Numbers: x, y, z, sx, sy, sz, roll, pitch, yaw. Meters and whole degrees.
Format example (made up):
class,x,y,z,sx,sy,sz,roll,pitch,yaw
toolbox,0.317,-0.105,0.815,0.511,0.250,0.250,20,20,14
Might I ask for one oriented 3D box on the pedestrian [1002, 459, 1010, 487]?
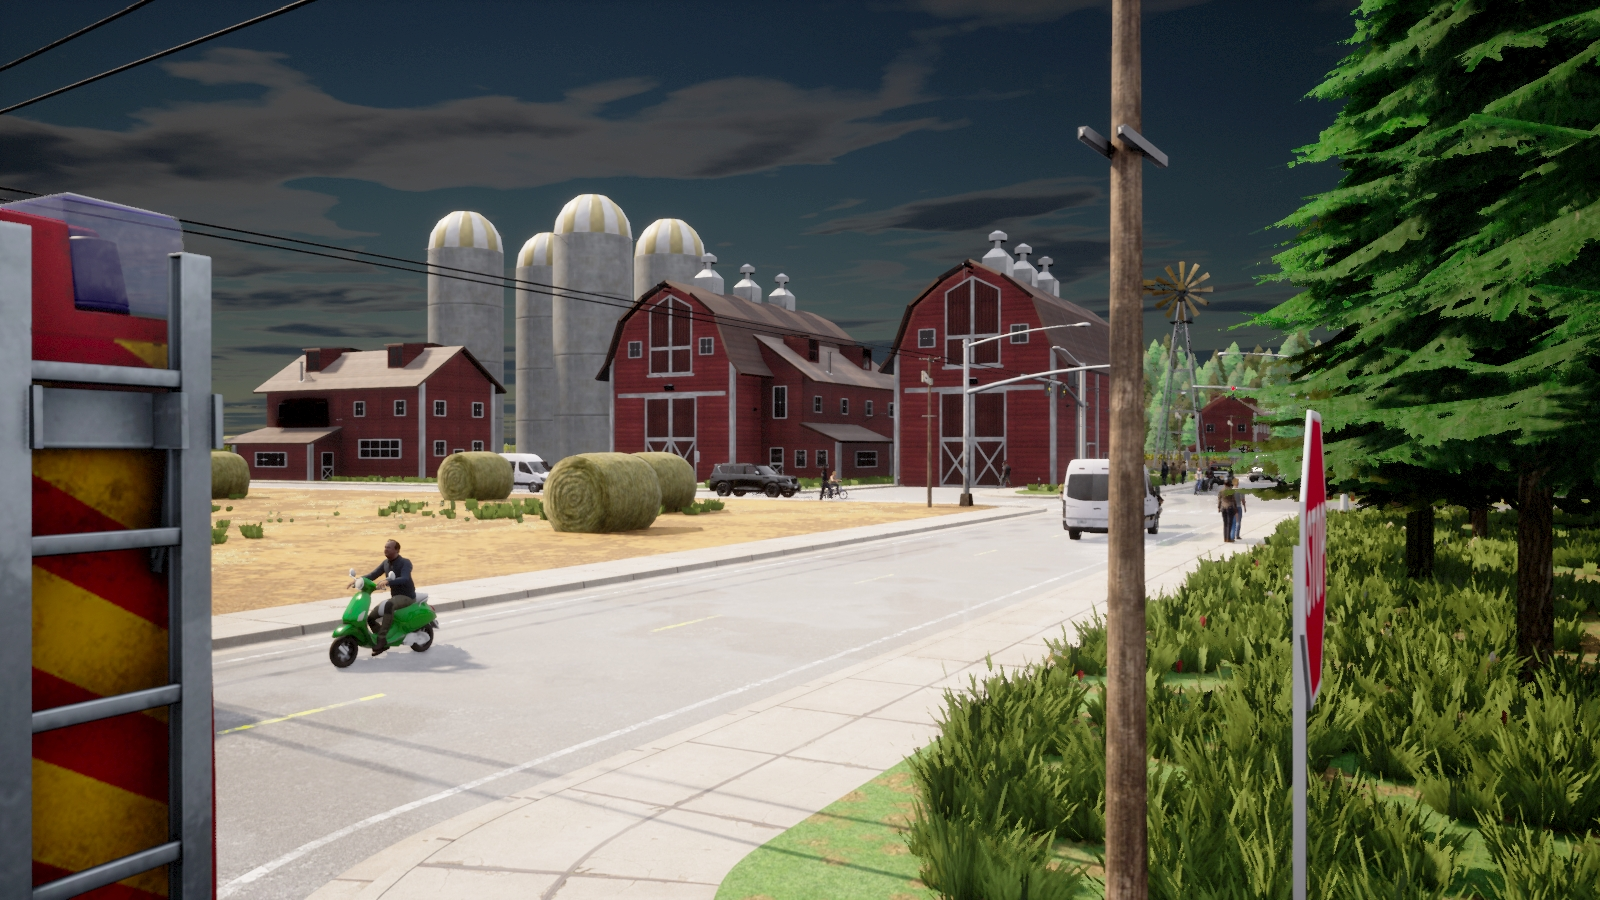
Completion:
class,x,y,z,sx,sy,sz,roll,pitch,yaw
pedestrian,13.697,1.551,75.897,0.375,1.860,0.375,0,0,-43

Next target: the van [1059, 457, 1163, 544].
class,x,y,z,sx,sy,sz,roll,pitch,yaw
van,10.259,1.535,37.297,1.988,2.561,5.915,0,0,28

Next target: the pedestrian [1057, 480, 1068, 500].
class,x,y,z,sx,sy,sz,roll,pitch,yaw
pedestrian,14.518,2.203,63.242,0.500,1.100,0.500,0,0,22

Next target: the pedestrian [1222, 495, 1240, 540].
class,x,y,z,sx,sy,sz,roll,pitch,yaw
pedestrian,12.651,1.976,33.545,0.375,1.300,0.375,0,0,42

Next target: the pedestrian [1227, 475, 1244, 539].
class,x,y,z,sx,sy,sz,roll,pitch,yaw
pedestrian,12.996,1.694,34.100,0.375,1.860,0.375,0,0,41

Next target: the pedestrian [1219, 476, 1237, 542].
class,x,y,z,sx,sy,sz,roll,pitch,yaw
pedestrian,12.319,1.695,32.891,0.375,1.860,0.375,0,0,-43

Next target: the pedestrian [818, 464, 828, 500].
class,x,y,z,sx,sy,sz,roll,pitch,yaw
pedestrian,1.201,1.672,59.186,0.375,1.860,0.375,0,0,24

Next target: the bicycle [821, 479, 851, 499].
class,x,y,z,sx,sy,sz,roll,pitch,yaw
bicycle,2.023,2.221,64.735,1.487,1.080,0.859,0,0,28

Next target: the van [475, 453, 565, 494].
class,x,y,z,sx,sy,sz,roll,pitch,yaw
van,-18.475,1.496,75.383,5.915,2.561,1.988,0,1,27

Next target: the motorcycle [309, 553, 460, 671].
class,x,y,z,sx,sy,sz,roll,pitch,yaw
motorcycle,-5.597,2.142,15.484,0.856,1.316,1.805,0,0,29

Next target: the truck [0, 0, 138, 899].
class,x,y,z,sx,sy,sz,roll,pitch,yaw
truck,-6.194,0.864,3.483,8.468,3.827,2.891,0,0,25

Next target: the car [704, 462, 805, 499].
class,x,y,z,sx,sy,sz,roll,pitch,yaw
car,-2.698,1.753,67.188,5.566,2.045,2.150,0,0,27
